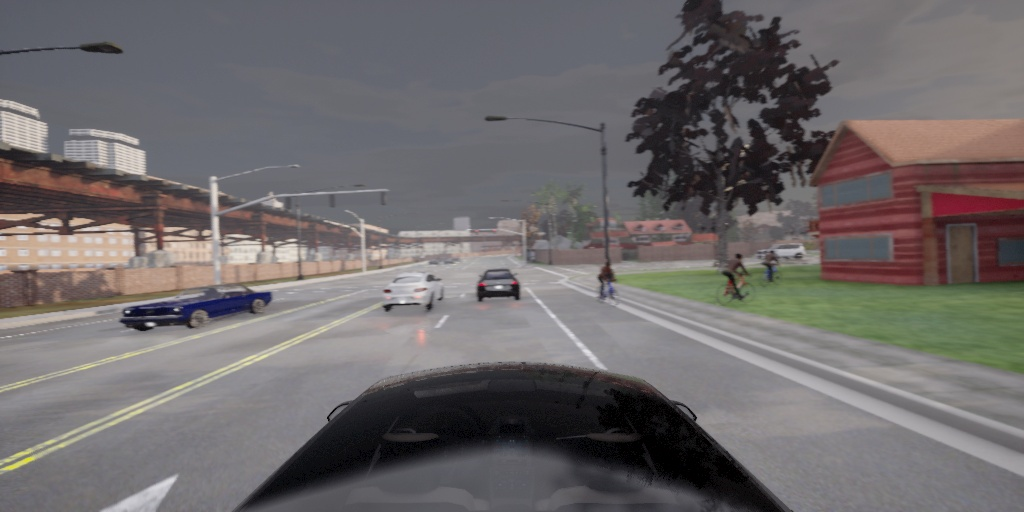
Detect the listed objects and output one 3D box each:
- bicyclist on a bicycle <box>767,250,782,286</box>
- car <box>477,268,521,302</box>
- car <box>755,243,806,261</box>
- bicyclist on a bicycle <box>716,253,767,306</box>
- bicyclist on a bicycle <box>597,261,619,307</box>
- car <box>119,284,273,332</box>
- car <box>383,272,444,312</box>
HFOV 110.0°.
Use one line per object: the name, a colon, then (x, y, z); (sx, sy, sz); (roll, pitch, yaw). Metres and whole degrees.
bicyclist on a bicycle: (11.586, 0.556, 16.058); (1.656, 1.620, 0.582); (-3, 1, -24)
car: (-0.660, 1.294, 17.300); (1.994, 1.385, 4.181); (-2, 0, -3)
car: (33.389, -0.490, 44.659); (5.566, 2.045, 2.150); (-2, 0, -4)
bicyclist on a bicycle: (7.081, 0.743, 11.344); (1.656, 1.620, 0.582); (-2, 0, -19)
bicyclist on a bicycle: (3.501, 1.029, 13.272); (0.582, 1.620, 1.656); (-2, 0, -13)
car: (-11.113, 1.762, 13.122); (1.895, 1.301, 4.718); (-2, 0, -2)
car: (-4.073, 1.399, 15.197); (1.812, 1.442, 4.674); (-2, 0, -3)
